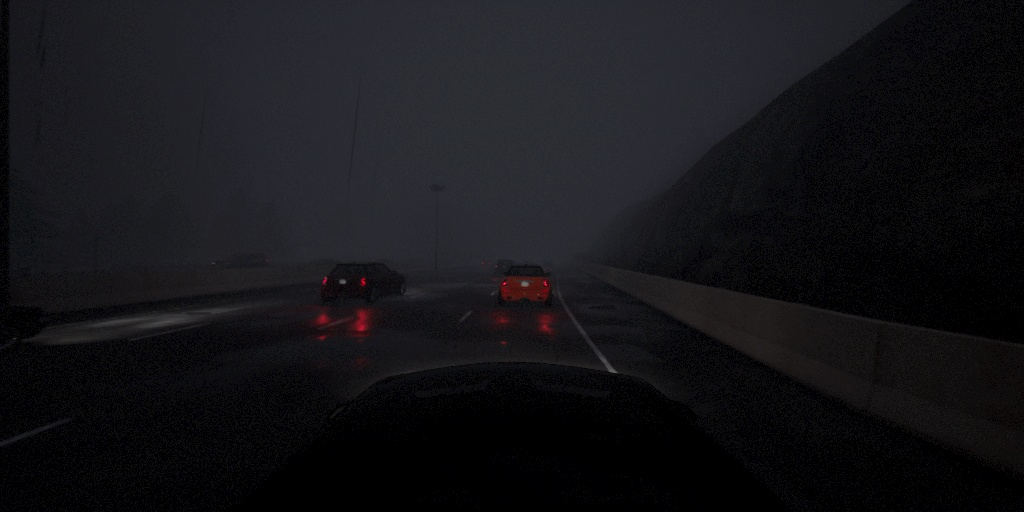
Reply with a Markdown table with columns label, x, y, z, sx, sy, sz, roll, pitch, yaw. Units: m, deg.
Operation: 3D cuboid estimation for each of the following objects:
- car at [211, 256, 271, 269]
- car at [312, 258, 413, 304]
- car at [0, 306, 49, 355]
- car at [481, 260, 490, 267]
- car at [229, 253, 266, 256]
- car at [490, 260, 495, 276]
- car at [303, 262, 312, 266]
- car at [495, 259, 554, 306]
| label | x | y | z | sx | sy | sz | roll | pitch | yaw |
| --- | --- | --- | --- | --- | --- | --- | --- | --- | --- |
| car | -25.689 | 0.989 | 34.532 | 2.128 | 1.511 | 4.902 | 1 | 0 | 7 |
| car | -6.443 | 1.040 | 16.160 | 2.097 | 1.767 | 4.553 | 1 | 0 | 5 |
| car | -10.690 | 1.246 | 5.337 | 1.895 | 1.301 | 4.718 | 1 | 0 | 2 |
| car | -4.123 | 1.309 | 63.924 | 1.895 | 1.301 | 4.718 | 1 | 0 | 7 |
| car | -28.738 | 0.689 | 38.182 | 2.150 | 2.045 | 5.566 | 1 | 0 | 8 |
| car | -0.520 | 1.097 | 36.910 | 2.097 | 1.767 | 4.553 | 1 | 0 | 7 |
| car | -21.398 | 1.018 | 40.555 | 1.882 | 1.535 | 5.008 | 1 | 0 | 7 |
| car | 0.656 | 1.108 | 15.933 | 2.097 | 1.767 | 4.553 | 1 | 0 | 4 |
